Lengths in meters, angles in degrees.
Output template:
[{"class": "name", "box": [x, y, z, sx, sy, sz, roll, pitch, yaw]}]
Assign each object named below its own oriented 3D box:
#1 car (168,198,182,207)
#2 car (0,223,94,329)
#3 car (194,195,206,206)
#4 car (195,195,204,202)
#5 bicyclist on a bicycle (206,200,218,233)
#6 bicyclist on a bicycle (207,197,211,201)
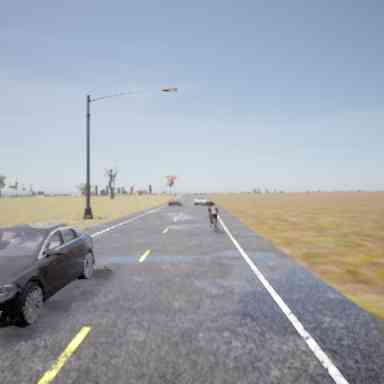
[{"class": "car", "box": [-2.453, 1.508, 48.900, 1.895, 1.301, 4.718, 0, 0, 2]}, {"class": "car", "box": [-3.541, 1.476, 7.065, 2.128, 1.511, 4.902, 0, 0, 1]}, {"class": "car", "box": [1.337, 1.500, 53.876, 1.895, 1.301, 4.718, 0, 0, 1]}, {"class": "car", "box": [1.657, 1.405, 73.983, 2.128, 1.511, 4.902, 0, 0, 1]}, {"class": "bicyclist on a bicycle", "box": [1.207, 1.417, 18.384, 0.582, 1.620, 1.656, 0, 0, 1]}, {"class": "bicyclist on a bicycle", "box": [1.486, 1.316, 28.273, 0.659, 1.776, 1.843, 0, 0, 2]}]
